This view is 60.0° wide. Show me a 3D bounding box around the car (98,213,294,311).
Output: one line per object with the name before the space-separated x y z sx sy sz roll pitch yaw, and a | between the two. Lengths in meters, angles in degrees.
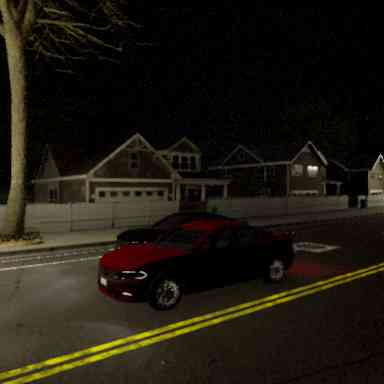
car | 0.311 1.448 7.907 5.008 1.535 1.882 0 0 -36

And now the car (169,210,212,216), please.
car | -0.165 1.438 11.568 5.008 1.535 1.882 -1 0 -36
